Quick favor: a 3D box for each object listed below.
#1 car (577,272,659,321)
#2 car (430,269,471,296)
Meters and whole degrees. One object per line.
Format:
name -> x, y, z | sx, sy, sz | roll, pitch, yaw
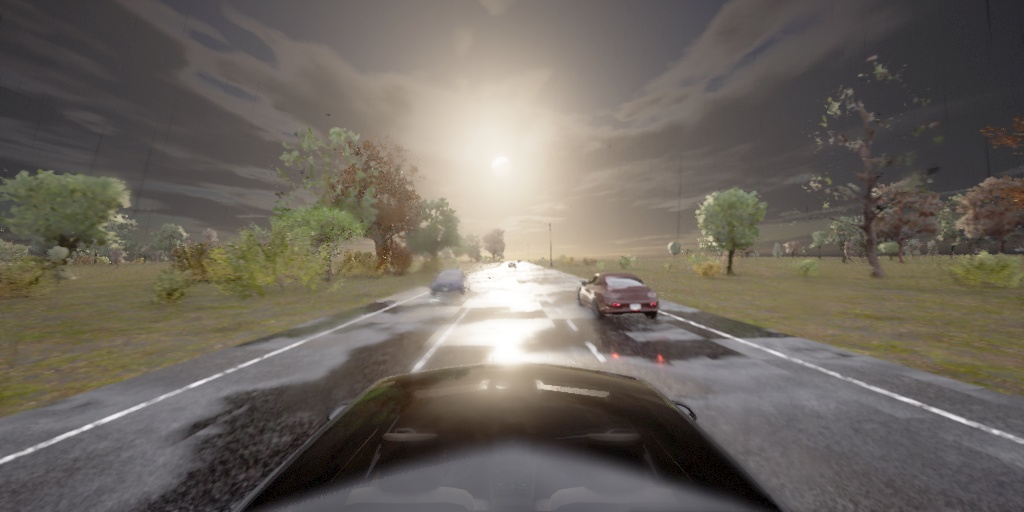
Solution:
car -> 3.496, 1.287, 12.447 | 1.812, 1.442, 4.674 | -1, 0, 0
car -> -3.504, 1.491, 21.207 | 1.812, 1.442, 4.674 | -1, 0, 0
